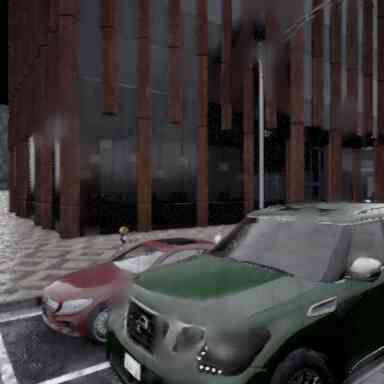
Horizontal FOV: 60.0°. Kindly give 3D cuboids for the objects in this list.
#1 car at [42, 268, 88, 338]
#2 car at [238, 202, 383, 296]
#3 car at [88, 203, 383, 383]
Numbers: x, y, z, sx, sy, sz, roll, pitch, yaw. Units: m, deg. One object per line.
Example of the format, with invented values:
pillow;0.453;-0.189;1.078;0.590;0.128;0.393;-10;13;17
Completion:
car;-0.527;1.570;6.274;4.206;1.307;1.802;0;0;-36
car;3.914;1.284;9.443;5.009;1.841;2.192;0;0;-36
car;1.711;1.207;4.600;5.566;2.045;2.150;0;0;-36
